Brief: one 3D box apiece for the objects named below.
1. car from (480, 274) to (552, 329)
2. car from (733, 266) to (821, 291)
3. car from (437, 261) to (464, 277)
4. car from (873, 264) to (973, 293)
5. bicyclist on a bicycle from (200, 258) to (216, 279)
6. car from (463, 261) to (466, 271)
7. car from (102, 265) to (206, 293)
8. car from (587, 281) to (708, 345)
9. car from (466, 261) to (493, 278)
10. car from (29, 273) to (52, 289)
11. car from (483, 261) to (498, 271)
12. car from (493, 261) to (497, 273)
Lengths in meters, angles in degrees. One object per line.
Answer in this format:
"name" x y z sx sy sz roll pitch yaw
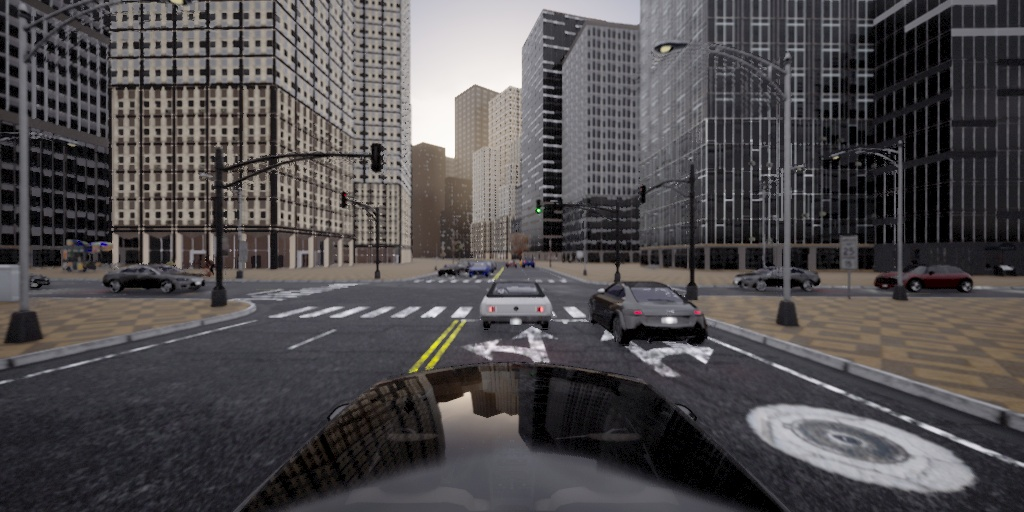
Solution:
"car" 0.105 1.400 11.384 1.895 1.301 4.718 0 0 0
"car" 16.825 1.418 22.924 4.902 1.511 2.128 0 0 1
"car" -6.586 1.519 38.052 1.895 1.301 4.718 0 0 0
"car" 25.907 1.319 22.726 4.553 1.767 2.097 0 0 1
"bicyclist on a bicycle" -24.695 1.022 29.231 0.582 1.620 1.656 0 0 1
"car" -6.578 1.460 48.404 1.837 1.490 4.892 0 0 0
"car" -20.213 1.258 20.383 4.902 1.511 2.128 0 0 1
"car" 3.353 1.354 9.645 1.994 1.385 4.181 0 0 0
"car" -3.334 1.393 37.383 1.882 1.535 5.008 0 0 0
"car" -30.101 1.269 20.632 5.357 1.411 2.033 0 0 1
"car" -3.327 1.532 57.105 2.033 1.411 5.357 0 0 0
"car" -3.329 1.475 46.726 1.812 1.442 4.674 0 0 0
